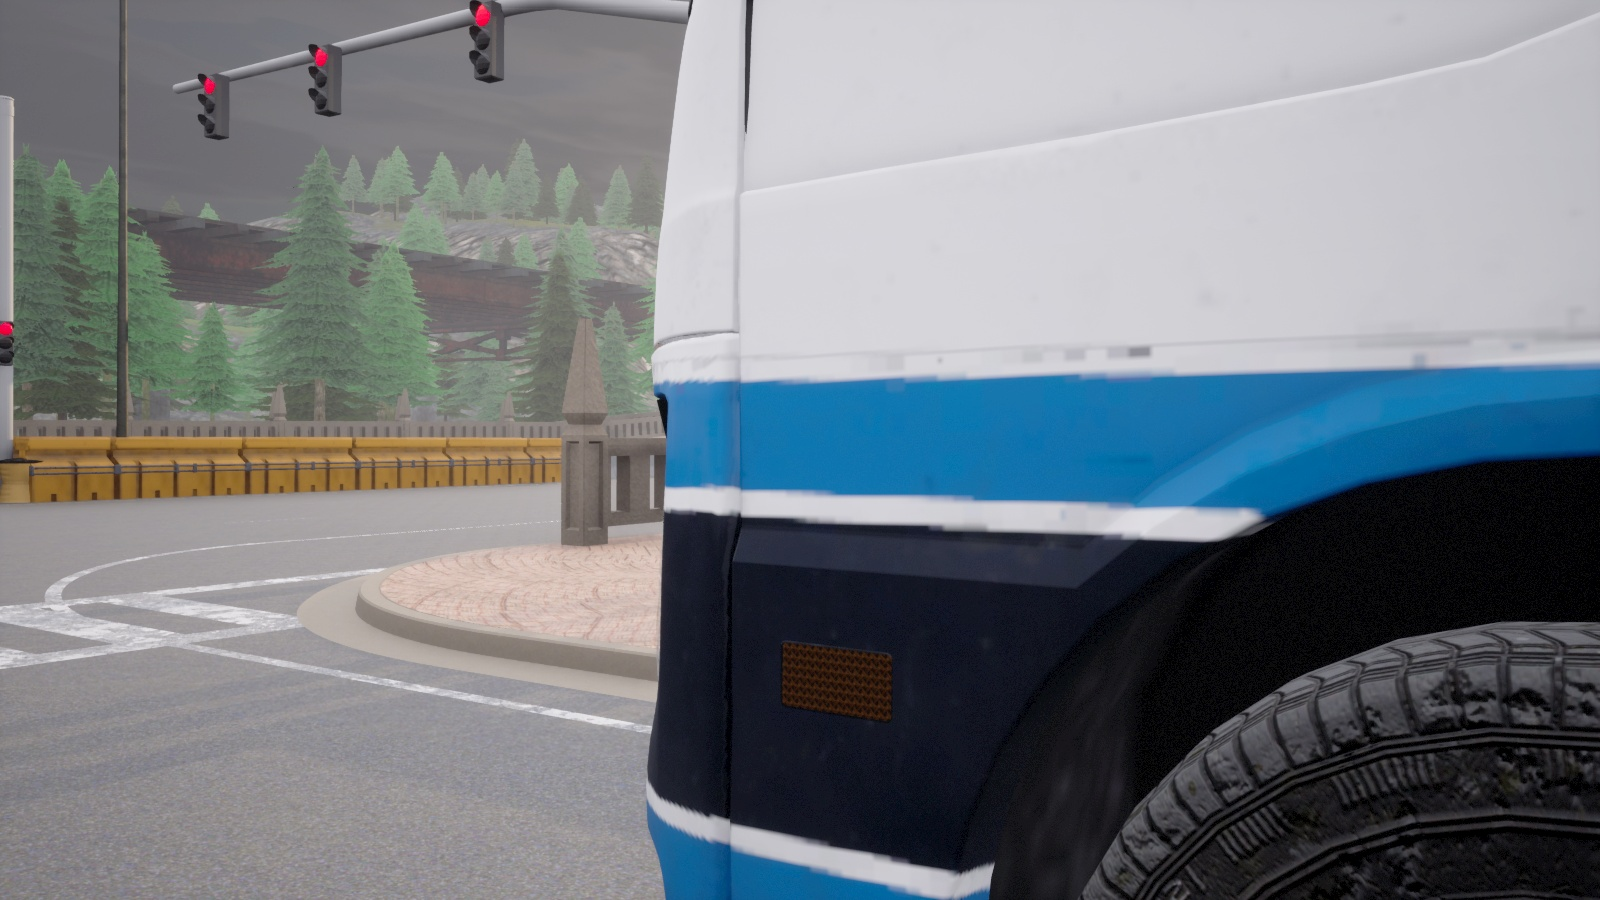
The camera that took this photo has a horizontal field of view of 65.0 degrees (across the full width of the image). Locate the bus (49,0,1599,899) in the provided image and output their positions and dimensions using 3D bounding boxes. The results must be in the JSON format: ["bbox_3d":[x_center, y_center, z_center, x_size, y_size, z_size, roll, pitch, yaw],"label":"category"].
[{"bbox_3d":[4.151,-0.694,0.838,10.273,4.253,3.944,0,1,34],"label":"bus"}]
